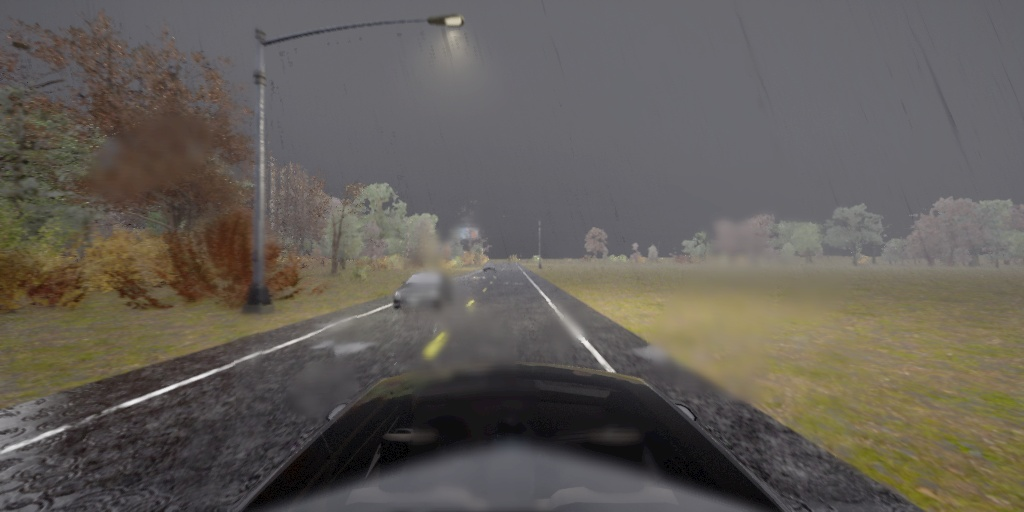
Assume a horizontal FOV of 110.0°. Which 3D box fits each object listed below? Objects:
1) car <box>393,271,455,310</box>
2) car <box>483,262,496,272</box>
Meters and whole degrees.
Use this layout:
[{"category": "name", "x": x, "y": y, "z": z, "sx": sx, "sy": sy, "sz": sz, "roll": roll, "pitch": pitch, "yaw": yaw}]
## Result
[{"category": "car", "x": -3.597, "y": 1.391, "z": 15.438, "sx": 1.812, "sy": 1.442, "sz": 4.674, "roll": 0, "pitch": 0, "yaw": 0}, {"category": "car", "x": -3.533, "y": 1.723, "z": 57.446, "sx": 1.837, "sy": 1.490, "sz": 4.892, "roll": 0, "pitch": 0, "yaw": 1}]
